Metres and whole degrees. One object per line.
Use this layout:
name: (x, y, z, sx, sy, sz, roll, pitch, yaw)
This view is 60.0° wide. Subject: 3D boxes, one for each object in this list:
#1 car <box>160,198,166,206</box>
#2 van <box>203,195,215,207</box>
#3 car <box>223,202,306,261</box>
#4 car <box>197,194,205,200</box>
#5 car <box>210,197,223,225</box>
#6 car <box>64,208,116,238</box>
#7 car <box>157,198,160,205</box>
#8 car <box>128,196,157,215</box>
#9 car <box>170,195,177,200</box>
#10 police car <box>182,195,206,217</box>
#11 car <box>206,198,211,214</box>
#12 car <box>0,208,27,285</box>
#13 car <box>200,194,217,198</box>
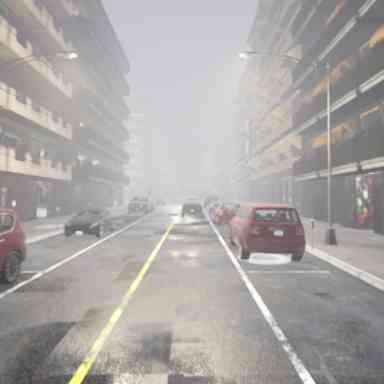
car: (-5.277, 1.593, 56.525, 1.802, 1.307, 4.206, 1, 0, 0)
van: (2.572, 1.342, 50.936, 1.690, 1.788, 3.998, 1, 0, 0)
car: (2.560, 1.301, 12.215, 2.192, 1.841, 5.009, 1, 0, 0)
car: (2.623, 1.398, 94.648, 2.192, 1.841, 5.009, 1, 0, 0)
car: (2.561, 1.421, 23.279, 1.967, 1.590, 4.097, 1, 0, 0)
car: (-5.290, 1.548, 17.810, 1.947, 1.339, 4.313, 1, 0, 0)
car: (-5.282, 1.532, 39.931, 1.887, 1.381, 4.507, 1, 0, 0)
car: (-5.279, 1.298, 34.399, 2.192, 1.841, 5.009, 1, 0, 0)
car: (-5.262, 1.648, 94.605, 1.947, 1.339, 4.313, 1, 0, 0)
police car: (0.045, 1.413, 31.151, 1.930, 1.638, 5.238, 0, 0, 1)
car: (2.562, 1.565, 34.342, 1.802, 1.307, 4.206, 1, 0, 0)
car: (-5.288, 1.307, 6.747, 2.192, 1.841, 5.009, 1, 0, 0)
car: (2.571, 1.308, 45.404, 2.192, 1.841, 5.009, 1, 0, 0)
